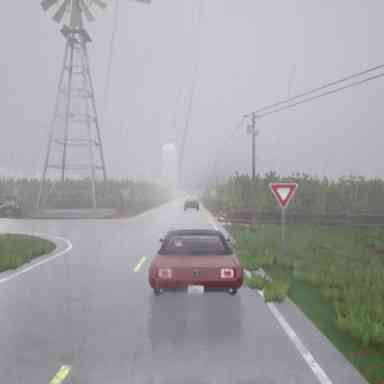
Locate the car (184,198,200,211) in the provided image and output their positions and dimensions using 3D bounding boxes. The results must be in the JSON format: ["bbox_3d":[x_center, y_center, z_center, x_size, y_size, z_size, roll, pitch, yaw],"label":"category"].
[{"bbox_3d":[-0.042,1.604,43.028,1.837,1.490,4.892,0,0,0],"label":"car"}]

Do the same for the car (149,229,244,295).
[{"bbox_3d":[0.072,1.621,8.718,1.895,1.301,4.718,0,0,0],"label":"car"}]

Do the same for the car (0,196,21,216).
[{"bbox_3d":[-17.326,1.290,31.400,1.905,1.878,3.866,0,0,-31],"label":"car"}]
